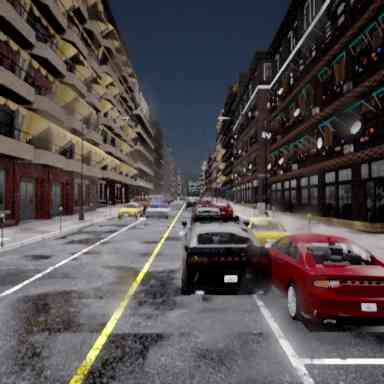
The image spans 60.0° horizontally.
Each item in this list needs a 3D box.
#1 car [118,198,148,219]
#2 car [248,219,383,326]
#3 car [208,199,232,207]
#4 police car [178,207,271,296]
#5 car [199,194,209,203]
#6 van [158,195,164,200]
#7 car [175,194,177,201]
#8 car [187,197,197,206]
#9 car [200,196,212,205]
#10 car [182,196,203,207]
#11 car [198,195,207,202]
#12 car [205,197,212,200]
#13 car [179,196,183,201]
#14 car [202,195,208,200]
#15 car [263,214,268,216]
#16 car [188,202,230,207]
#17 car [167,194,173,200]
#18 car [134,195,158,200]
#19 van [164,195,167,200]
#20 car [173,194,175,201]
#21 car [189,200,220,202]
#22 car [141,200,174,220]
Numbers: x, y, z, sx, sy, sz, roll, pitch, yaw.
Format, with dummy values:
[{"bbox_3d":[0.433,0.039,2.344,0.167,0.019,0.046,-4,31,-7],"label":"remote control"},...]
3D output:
[{"bbox_3d":[-5.276,1.557,29.101,1.752,1.417,4.829,2,0,0],"label":"car"},{"bbox_3d":[2.589,1.548,7.081,1.887,1.381,4.507,1,0,0],"label":"car"},{"bbox_3d":[2.603,1.576,29.203,1.887,1.381,4.507,1,0,0],"label":"car"},{"bbox_3d":[0.677,1.430,8.840,1.930,1.638,5.238,0,0,-1],"label":"police car"},{"bbox_3d":[2.603,1.472,73.451,2.192,1.841,5.009,1,0,0],"label":"car"},{"bbox_3d":[-5.260,1.406,45.862,1.690,1.788,3.998,2,0,0],"label":"van"},{"bbox_3d":[-5.245,1.746,79.046,1.947,1.339,4.313,1,0,0],"label":"car"},{"bbox_3d":[0.040,1.633,59.471,1.812,1.442,4.674,0,0,0],"label":"car"},{"bbox_3d":[2.635,1.557,62.389,1.967,1.590,4.097,1,0,0],"label":"car"},{"bbox_3d":[0.037,1.611,45.280,2.033,1.411,5.357,0,0,0],"label":"car"},{"bbox_3d":[2.607,1.645,84.513,1.967,1.590,4.097,1,0,0],"label":"car"},{"bbox_3d":[2.607,1.592,34.735,2.008,1.369,4.403,1,0,0],"label":"car"},{"bbox_3d":[-2.688,1.852,93.993,1.895,1.301,4.718,0,0,0],"label":"car"},{"bbox_3d":[2.618,1.626,51.327,1.887,1.381,4.507,1,0,0],"label":"car"},{"bbox_3d":[2.593,1.533,12.783,1.752,1.417,4.829,1,0,0],"label":"car"},{"bbox_3d":[0.837,1.520,18.753,1.837,1.490,4.892,0,0,0],"label":"car"},{"bbox_3d":[-5.250,1.432,62.455,2.192,1.841,5.009,1,0,0],"label":"car"},{"bbox_3d":[-5.267,1.356,34.803,2.192,1.841,5.009,2,0,0],"label":"car"},{"bbox_3d":[-5.258,1.422,51.394,1.690,1.788,3.998,1,0,0],"label":"van"},{"bbox_3d":[-5.246,1.452,67.984,2.192,1.841,5.009,1,0,0],"label":"car"},{"bbox_3d":[0.841,1.550,24.754,1.812,1.442,4.674,0,0,0],"label":"car"},{"bbox_3d":[-2.831,1.631,28.456,1.895,1.301,4.718,0,0,0],"label":"car"}]
